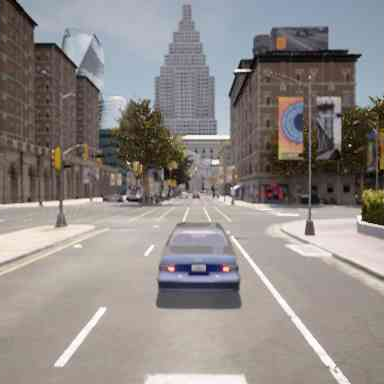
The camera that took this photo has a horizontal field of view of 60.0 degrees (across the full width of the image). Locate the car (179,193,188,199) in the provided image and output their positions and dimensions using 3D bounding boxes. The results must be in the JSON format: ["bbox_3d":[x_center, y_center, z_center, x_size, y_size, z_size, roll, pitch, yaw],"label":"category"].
[{"bbox_3d":[-2.342,1.179,90.136,1.812,1.442,4.674,0,0,1],"label":"car"}]

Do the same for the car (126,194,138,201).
[{"bbox_3d":[-14.007,1.261,77.518,1.994,1.385,4.181,0,0,1],"label":"car"}]

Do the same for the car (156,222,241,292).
[{"bbox_3d":[0.176,1.513,8.983,2.033,1.411,5.357,0,0,1],"label":"car"}]

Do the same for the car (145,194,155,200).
[{"bbox_3d":[-10.509,1.304,77.378,1.895,1.301,4.718,0,0,1],"label":"car"}]

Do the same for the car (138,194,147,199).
[{"bbox_3d":[-13.805,1.230,92.985,1.895,1.301,4.718,0,0,1],"label":"car"}]

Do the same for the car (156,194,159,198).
[{"bbox_3d":[-10.305,1.112,92.969,1.882,1.535,5.008,0,0,1],"label":"car"}]

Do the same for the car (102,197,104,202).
[{"bbox_3d":[-17.357,1.332,69.884,1.895,1.301,4.718,0,0,1],"label":"car"}]

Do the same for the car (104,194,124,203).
[{"bbox_3d":[-14.248,1.118,62.288,2.097,1.767,4.553,0,0,1],"label":"car"}]

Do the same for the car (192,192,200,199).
[{"bbox_3d":[1.158,1.010,90.060,2.097,1.767,4.553,0,0,1],"label":"car"}]

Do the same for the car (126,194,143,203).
[{"bbox_3d":[-10.753,1.367,62.037,1.895,1.301,4.718,0,0,1],"label":"car"}]

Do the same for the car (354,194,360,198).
[{"bbox_3d":[35.352,1.212,70.591,2.231,1.521,4.892,0,0,1],"label":"car"}]
